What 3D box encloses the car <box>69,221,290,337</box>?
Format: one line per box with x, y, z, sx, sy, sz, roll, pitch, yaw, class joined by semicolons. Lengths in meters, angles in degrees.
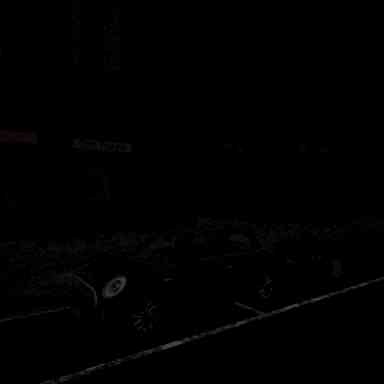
-0.243;1.441;6.589;4.097;1.590;1.967;0;1;-36;car

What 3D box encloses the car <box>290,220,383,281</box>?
4.329;1.545;9.864;4.507;1.381;1.887;0;1;-36;car
